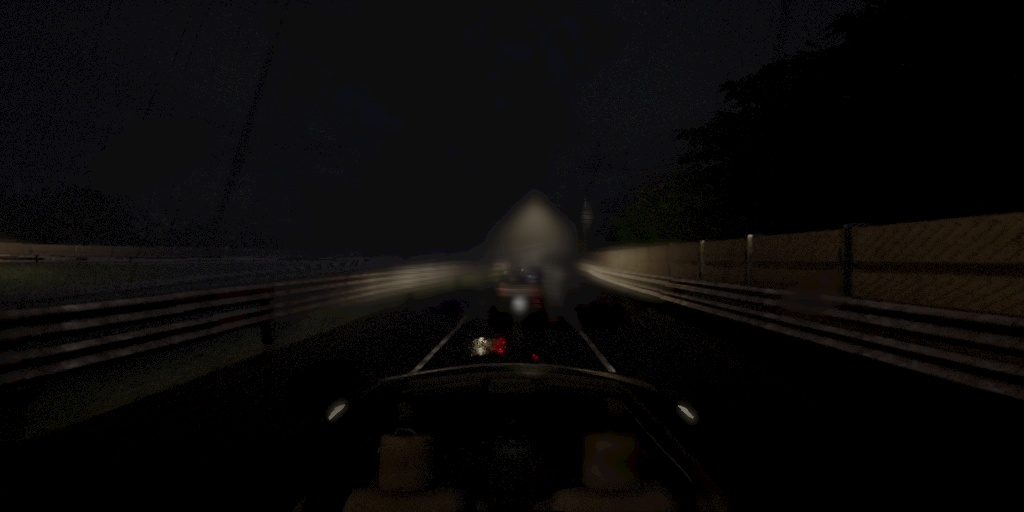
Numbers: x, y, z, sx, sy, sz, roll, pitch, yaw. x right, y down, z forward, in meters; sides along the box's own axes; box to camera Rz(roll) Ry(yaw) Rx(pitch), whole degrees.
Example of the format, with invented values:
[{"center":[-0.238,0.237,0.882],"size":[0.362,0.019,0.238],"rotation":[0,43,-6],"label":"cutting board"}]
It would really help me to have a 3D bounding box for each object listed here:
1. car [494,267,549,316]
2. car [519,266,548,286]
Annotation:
[{"center":[0.412,1.366,14.139],"size":[2.128,1.511,4.902],"rotation":[0,0,4],"label":"car"},{"center":[1.819,1.588,28.938],"size":[1.994,1.385,4.181],"rotation":[0,0,8],"label":"car"}]
